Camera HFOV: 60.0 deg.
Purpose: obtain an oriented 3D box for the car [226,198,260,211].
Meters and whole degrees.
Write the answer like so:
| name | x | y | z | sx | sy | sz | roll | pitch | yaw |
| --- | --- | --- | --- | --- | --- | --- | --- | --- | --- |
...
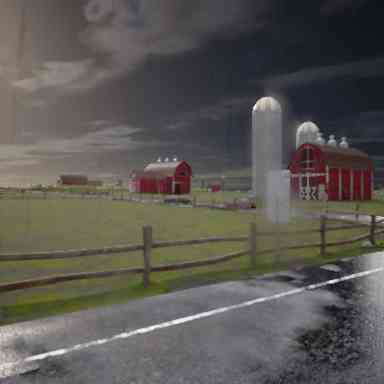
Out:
| name | x | y | z | sx | sy | sz | roll | pitch | yaw |
| --- | --- | --- | --- | --- | --- | --- | --- | --- | --- |
| car | 5.972 | 1.404 | 38.832 | 1.994 | 1.385 | 4.181 | 0 | 1 | -36 |

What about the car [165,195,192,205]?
| name | x | y | z | sx | sy | sz | roll | pitch | yaw |
| --- | --- | --- | --- | --- | --- | --- | --- | --- | --- |
| car | -2.147 | 1.163 | 50.069 | 2.033 | 1.411 | 5.357 | 0 | 1 | -36 |
